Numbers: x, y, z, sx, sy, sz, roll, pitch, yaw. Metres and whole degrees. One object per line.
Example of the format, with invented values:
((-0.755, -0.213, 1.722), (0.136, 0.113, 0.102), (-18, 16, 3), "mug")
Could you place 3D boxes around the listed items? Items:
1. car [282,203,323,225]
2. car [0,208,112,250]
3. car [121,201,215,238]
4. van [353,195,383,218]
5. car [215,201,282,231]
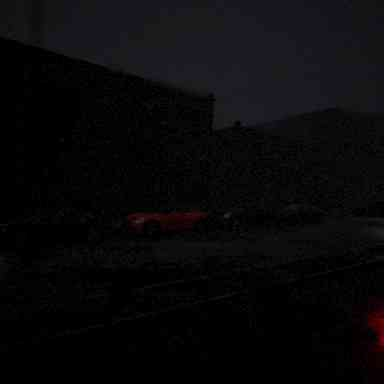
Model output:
((7.657, 1.541, 24.102), (4.674, 1.452, 2.002), (0, 0, -36), "car")
((-5.913, 1.463, 14.373), (4.892, 1.521, 2.231), (0, 0, -36), "car")
((-1.402, 1.349, 17.607), (4.553, 1.767, 2.185), (0, 0, -36), "car")
((16.541, 1.300, 30.471), (4.442, 1.987, 1.878), (0, 0, -36), "van")
((3.089, 1.362, 20.826), (4.553, 1.767, 2.185), (0, 0, -36), "car")
